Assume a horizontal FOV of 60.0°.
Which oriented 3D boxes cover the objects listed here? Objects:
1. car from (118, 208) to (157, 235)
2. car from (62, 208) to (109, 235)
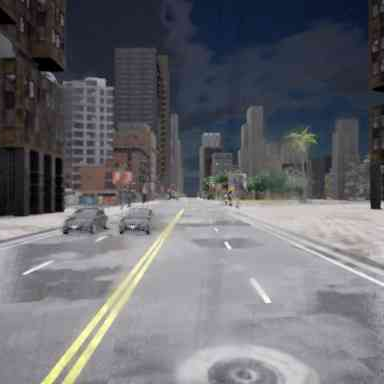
[{"bbox_3d":[-3.325,1.785,21.004,1.837,1.490,4.892,0,-1,0],"label":"car"},{"bbox_3d":[-6.574,1.783,20.992,1.837,1.490,4.892,0,-1,0],"label":"car"}]
